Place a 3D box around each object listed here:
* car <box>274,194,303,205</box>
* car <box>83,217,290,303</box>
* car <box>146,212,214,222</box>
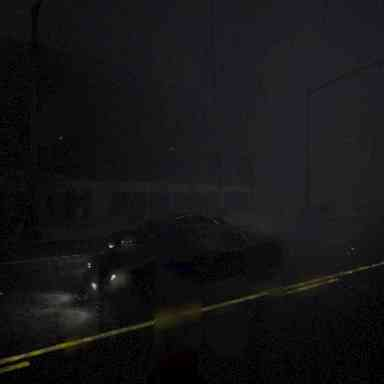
[{"bbox_3d":[17.692,1.450,61.328,2.150,2.045,5.566,1,-1,-35],"label":"car"},{"bbox_3d":[0.156,1.548,8.405,5.357,1.411,2.033,0,0,-36],"label":"car"},{"bbox_3d":[-0.640,1.506,12.133,4.892,1.490,1.837,0,0,-36],"label":"car"}]
